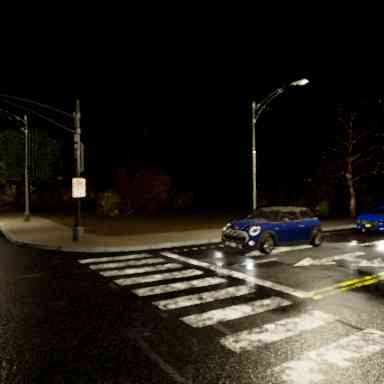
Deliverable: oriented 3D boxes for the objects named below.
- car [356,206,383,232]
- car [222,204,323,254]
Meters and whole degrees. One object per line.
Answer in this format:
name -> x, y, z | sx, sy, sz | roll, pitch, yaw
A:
car -> 11.716, 1.583, 19.679 | 5.008, 1.535, 1.882 | 0, 0, -35
car -> 3.417, 1.426, 13.943 | 4.553, 1.767, 2.097 | 0, 0, -34
